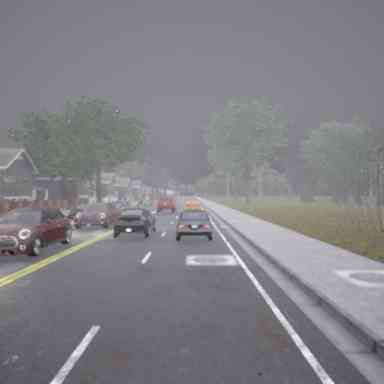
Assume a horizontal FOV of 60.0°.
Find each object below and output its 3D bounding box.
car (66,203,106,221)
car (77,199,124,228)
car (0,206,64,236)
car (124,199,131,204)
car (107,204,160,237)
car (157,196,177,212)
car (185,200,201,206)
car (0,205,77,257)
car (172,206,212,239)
[{"bbox_3d":[-9.794,1.787,31.182,2.033,1.411,5.357,0,0,0],"label":"car"},{"bbox_3d":[-6.528,1.531,23.348,2.097,1.767,4.553,0,0,1],"label":"car"},{"bbox_3d":[-9.794,1.663,20.544,1.837,1.490,4.892,0,0,1],"label":"car"},{"bbox_3d":[-9.732,1.535,46.563,1.812,1.442,4.674,0,0,0],"label":"car"},{"bbox_3d":[-3.142,1.650,18.905,1.837,1.490,4.892,0,0,0],"label":"car"},{"bbox_3d":[-3.160,1.544,42.180,2.150,2.045,5.566,0,0,0],"label":"car"},{"bbox_3d":[0.117,1.793,41.413,1.882,1.535,5.008,0,0,0],"label":"car"},{"bbox_3d":[-6.581,1.456,13.411,2.097,1.767,4.553,0,0,0],"label":"car"},{"bbox_3d":[0.110,1.686,18.057,2.033,1.411,5.357,0,0,0],"label":"car"}]
